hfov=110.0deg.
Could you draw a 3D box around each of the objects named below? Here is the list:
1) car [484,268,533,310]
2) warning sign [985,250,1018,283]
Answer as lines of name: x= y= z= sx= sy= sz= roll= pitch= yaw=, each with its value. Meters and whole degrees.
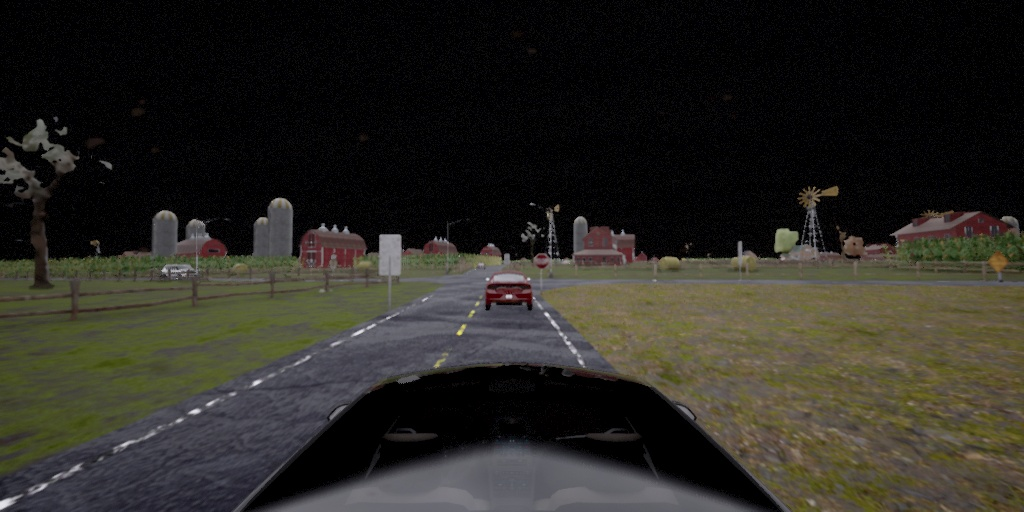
car: x=-0.157 y=1.392 z=15.830 sx=1.882 sy=1.535 sz=5.008 roll=0 pitch=-1 yaw=-1
warning sign: x=27.781 y=0.603 z=20.418 sx=1.060 sy=1.860 sz=1.300 roll=0 pitch=0 yaw=20
